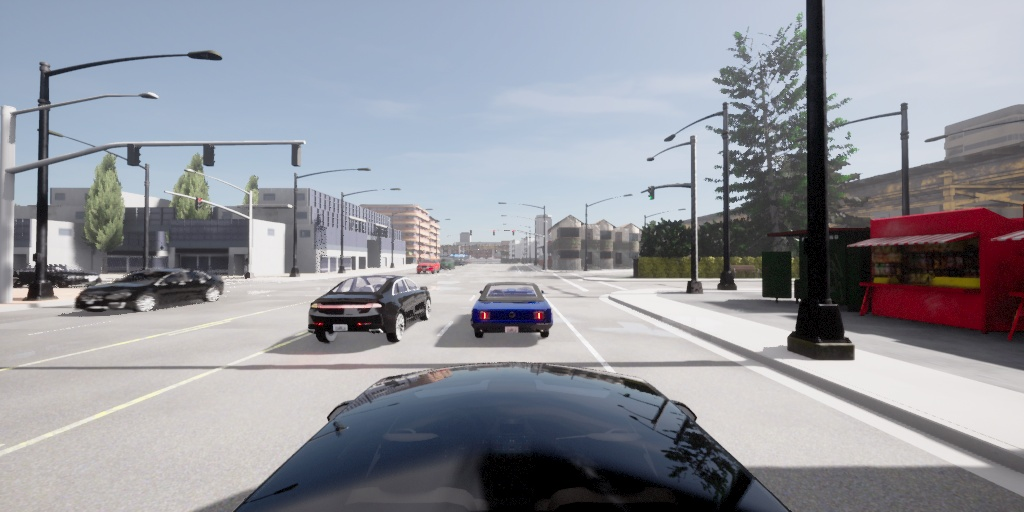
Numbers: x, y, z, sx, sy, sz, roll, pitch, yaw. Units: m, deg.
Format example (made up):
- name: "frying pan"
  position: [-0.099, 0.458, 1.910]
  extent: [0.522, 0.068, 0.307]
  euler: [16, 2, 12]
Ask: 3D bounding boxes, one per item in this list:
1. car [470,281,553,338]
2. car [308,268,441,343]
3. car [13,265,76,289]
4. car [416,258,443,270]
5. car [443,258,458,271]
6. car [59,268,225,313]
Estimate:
- name: "car"
  position: [-0.011, 1.365, 10.219]
  extent: [1.895, 1.301, 4.718]
  euler: [0, 0, 0]
- name: "car"
  position: [-3.511, 1.257, 9.741]
  extent: [2.128, 1.511, 4.902]
  euler: [0, 0, 0]
- name: "car"
  position: [-29.887, 1.331, 23.437]
  extent: [4.902, 1.511, 2.128]
  euler: [0, -1, 0]
- name: "car"
  position: [-11.055, 1.338, 47.638]
  extent: [2.150, 2.045, 5.566]
  euler: [0, -1, -1]
- name: "car"
  position: [-11.172, 1.376, 61.104]
  extent: [2.150, 2.045, 5.566]
  euler: [0, 1, 0]
- name: "car"
  position: [-13.949, 1.286, 14.266]
  extent: [1.837, 1.490, 4.892]
  euler: [1, 0, 0]
